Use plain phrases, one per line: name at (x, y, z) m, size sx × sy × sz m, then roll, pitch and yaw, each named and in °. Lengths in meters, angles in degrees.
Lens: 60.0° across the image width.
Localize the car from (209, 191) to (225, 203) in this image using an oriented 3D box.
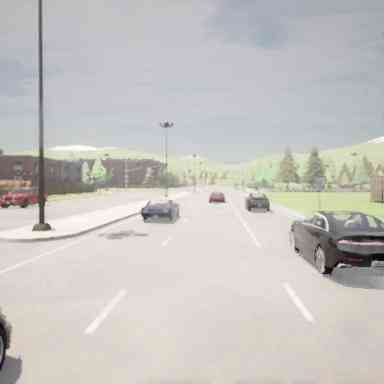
car at (3.200, 0.603, 42.458) m, size 1.994 × 1.385 × 4.181 m, roll 0°, pitch 1°, yaw 5°

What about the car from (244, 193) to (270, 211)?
car at (5.666, 0.836, 29.260) m, size 2.128 × 1.511 × 4.902 m, roll 0°, pitch 1°, yaw 5°

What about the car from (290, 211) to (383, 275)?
car at (4.183, 1.279, 9.591) m, size 2.128 × 1.511 × 4.902 m, roll 0°, pitch 1°, yaw 4°

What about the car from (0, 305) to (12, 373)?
car at (-3.128, 1.468, 2.090) m, size 1.812 × 1.442 × 4.674 m, roll 0°, pitch 1°, yaw 1°

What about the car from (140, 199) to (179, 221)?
car at (-1.948, 1.099, 21.766) m, size 1.895 × 1.301 × 4.718 m, roll 0°, pitch 1°, yaw 4°

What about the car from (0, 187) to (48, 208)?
car at (-16.248, 0.551, 32.488) m, size 2.150 × 2.045 × 5.566 m, roll 0°, pitch 1°, yaw 5°
